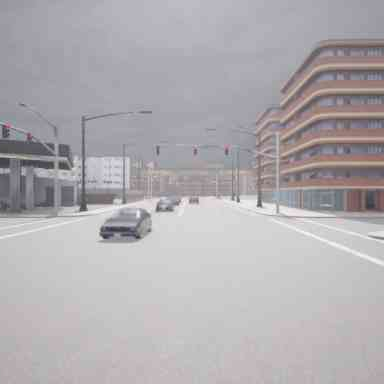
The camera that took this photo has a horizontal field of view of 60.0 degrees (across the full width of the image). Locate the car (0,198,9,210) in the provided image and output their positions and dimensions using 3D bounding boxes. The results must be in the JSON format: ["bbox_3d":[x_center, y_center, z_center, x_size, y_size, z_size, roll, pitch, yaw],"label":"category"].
[{"bbox_3d":[-23.943,1.456,39.446,3.806,1.475,1.970,0,0,1],"label":"car"}]

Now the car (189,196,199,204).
[{"bbox_3d":[0.346,1.491,63.754,2.128,1.511,4.902,0,0,0],"label":"car"}]

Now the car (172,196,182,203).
[{"bbox_3d":[-3.190,1.593,69.499,1.895,1.301,4.718,0,0,0],"label":"car"}]

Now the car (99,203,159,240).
[{"bbox_3d":[-3.236,1.547,17.474,2.033,1.411,5.357,0,0,2],"label":"car"}]

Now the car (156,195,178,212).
[{"bbox_3d":[-3.096,1.491,38.661,2.128,1.511,4.902,0,0,0],"label":"car"}]

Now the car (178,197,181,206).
[{"bbox_3d":[-3.188,1.351,55.250,2.097,1.767,4.553,0,0,0],"label":"car"}]
